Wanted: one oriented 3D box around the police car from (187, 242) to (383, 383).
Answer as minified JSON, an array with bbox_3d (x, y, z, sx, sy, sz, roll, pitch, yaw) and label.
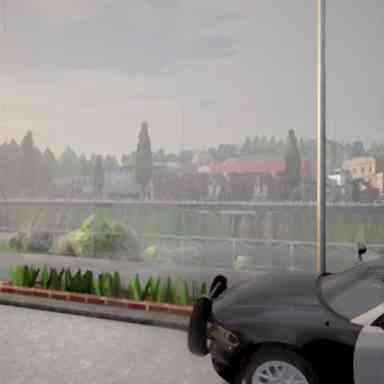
[{"bbox_3d":[2.555,1.371,3.587,5.238,1.638,1.930,0,4,18],"label":"police car"}]
